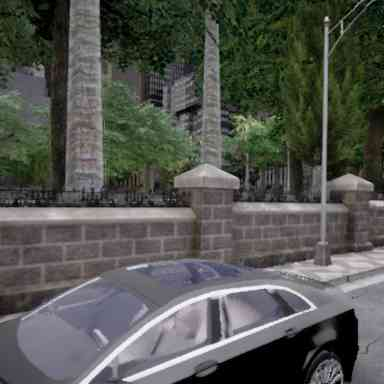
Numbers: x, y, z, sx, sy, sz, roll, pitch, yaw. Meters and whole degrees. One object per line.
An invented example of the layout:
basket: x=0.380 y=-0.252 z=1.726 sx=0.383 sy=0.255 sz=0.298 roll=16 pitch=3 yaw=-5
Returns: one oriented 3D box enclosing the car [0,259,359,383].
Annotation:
car: x=-0.371 y=1.501 z=3.112 sx=4.902 sy=1.511 sz=2.128 roll=0 pitch=0 yaw=-35
